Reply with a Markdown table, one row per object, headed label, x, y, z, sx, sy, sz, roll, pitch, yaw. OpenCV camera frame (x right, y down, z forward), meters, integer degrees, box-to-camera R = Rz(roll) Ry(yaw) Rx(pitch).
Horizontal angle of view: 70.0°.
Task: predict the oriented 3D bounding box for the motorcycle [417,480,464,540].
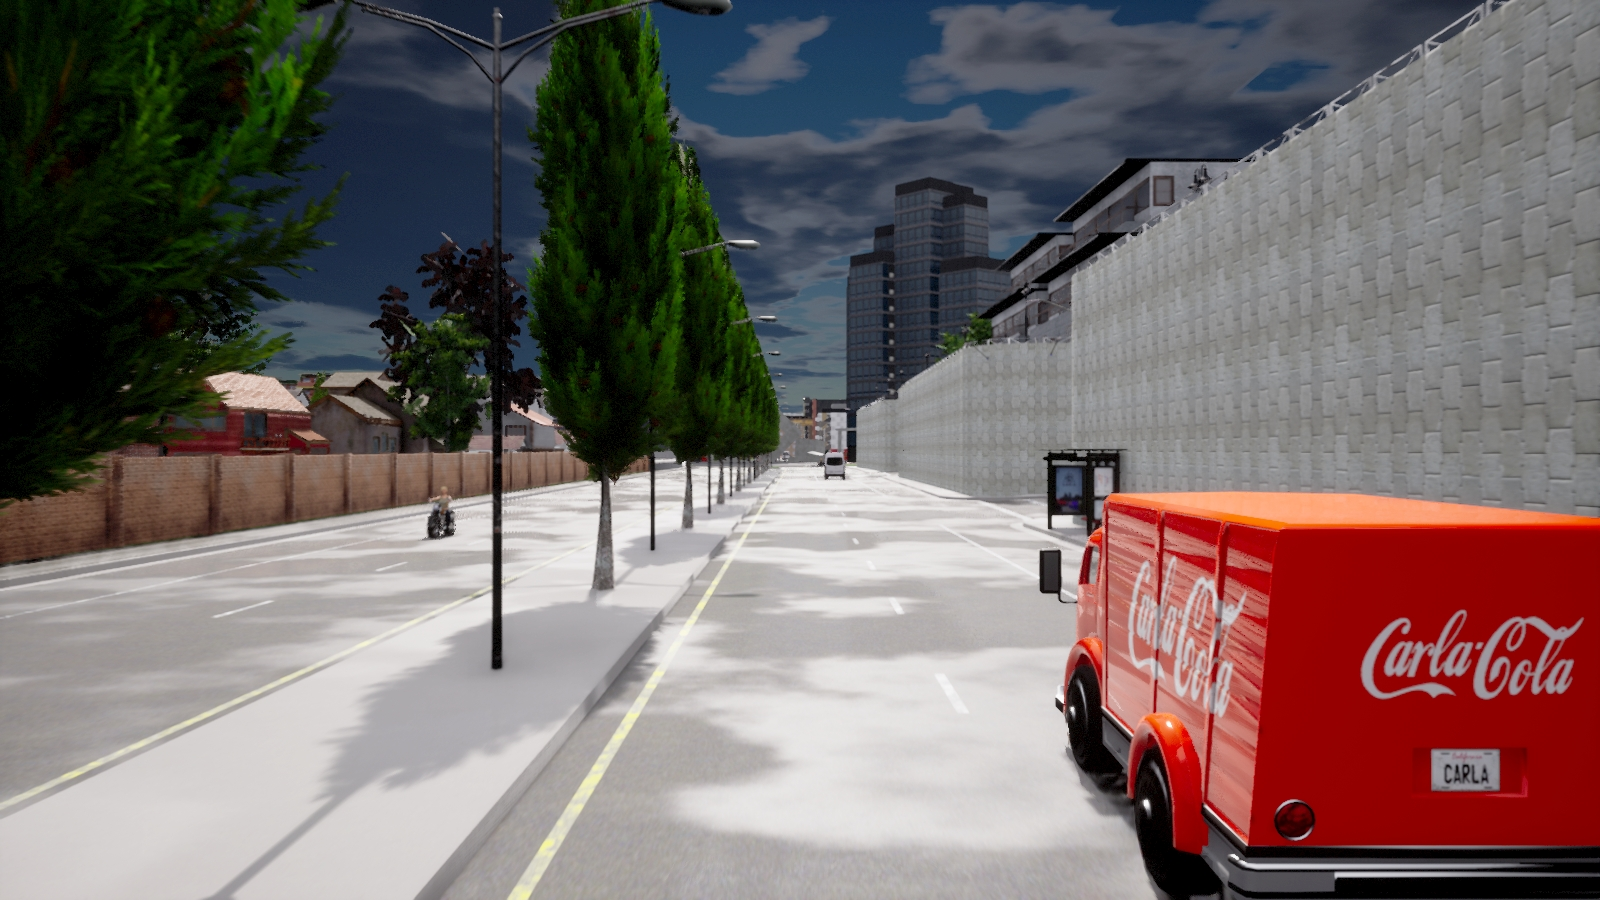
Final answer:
| label | x | y | z | sx | sy | sz | roll | pitch | yaw |
| --- | --- | --- | --- | --- | --- | --- | --- | --- | --- |
| motorcycle | -11.550 | 1.907 | 36.777 | 0.764 | 1.802 | 2.356 | 0 | 0 | 0 |

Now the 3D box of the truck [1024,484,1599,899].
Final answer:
| label | x | y | z | sx | sy | sz | roll | pitch | yaw |
| --- | --- | --- | --- | --- | --- | --- | --- | --- | --- |
| truck | 3.489 | 1.568 | 8.496 | 2.627 | 2.467 | 5.204 | 0 | 0 | 0 |
